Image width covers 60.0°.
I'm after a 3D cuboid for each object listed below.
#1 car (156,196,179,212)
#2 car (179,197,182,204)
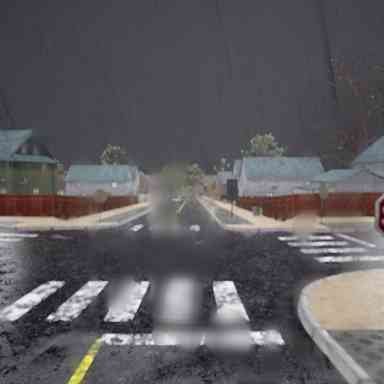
[{"bbox_3d":[-2.894,1.437,37.118,2.033,1.411,5.357,0,0,0],"label":"car"},{"bbox_3d":[-2.867,1.389,58.036,1.812,1.442,4.674,0,0,0],"label":"car"}]
